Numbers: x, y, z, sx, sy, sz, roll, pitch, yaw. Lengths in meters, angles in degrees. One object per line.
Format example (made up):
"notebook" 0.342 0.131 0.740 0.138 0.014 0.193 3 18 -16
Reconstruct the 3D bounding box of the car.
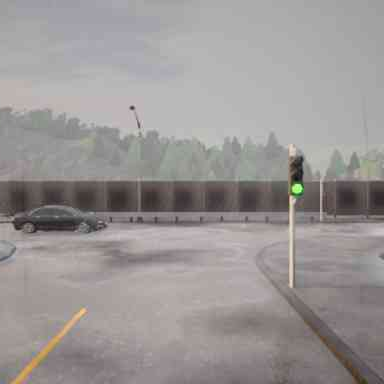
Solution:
"car" -7.113 1.521 18.225 4.892 1.490 1.837 -1 0 0
